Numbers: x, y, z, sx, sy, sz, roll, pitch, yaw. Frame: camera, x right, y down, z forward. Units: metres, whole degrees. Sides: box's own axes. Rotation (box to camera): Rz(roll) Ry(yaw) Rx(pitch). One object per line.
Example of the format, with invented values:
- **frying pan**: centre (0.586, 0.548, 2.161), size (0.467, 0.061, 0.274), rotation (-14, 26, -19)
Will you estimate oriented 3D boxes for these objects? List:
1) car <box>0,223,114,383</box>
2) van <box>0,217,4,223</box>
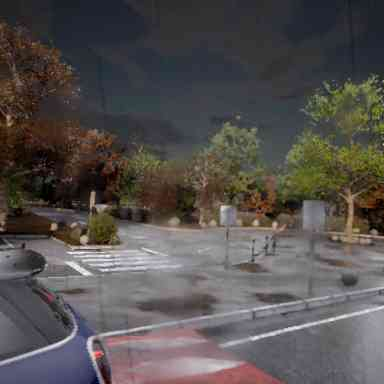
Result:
- **car**: centre (-2.743, 1.287, 1.725), size (4.553, 1.767, 2.097), rotation (-2, 1, -35)
- **van**: centre (-11.649, 1.750, 18.292), size (1.878, 1.987, 4.442), rotation (7, -4, -35)
